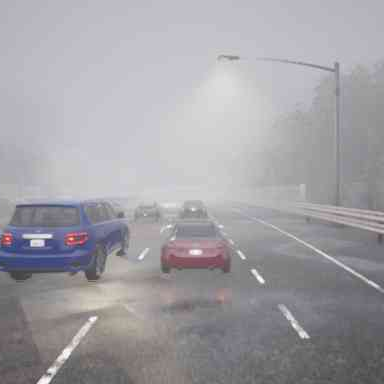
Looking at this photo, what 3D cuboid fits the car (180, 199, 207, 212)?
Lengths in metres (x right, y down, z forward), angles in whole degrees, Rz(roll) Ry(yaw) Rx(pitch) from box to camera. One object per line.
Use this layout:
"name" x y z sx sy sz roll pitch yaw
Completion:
"car" 0.106 1.335 26.479 2.097 1.767 4.553 0 0 0

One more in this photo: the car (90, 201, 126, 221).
"car" -6.893 1.509 27.772 1.812 1.442 4.674 0 0 0

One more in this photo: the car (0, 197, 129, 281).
"car" -3.397 1.212 9.985 2.150 2.045 5.566 0 0 0

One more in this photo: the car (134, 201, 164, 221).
"car" -3.393 1.475 26.709 2.128 1.511 4.902 0 0 0

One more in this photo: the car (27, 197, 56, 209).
"car" -21.056 1.493 46.820 1.837 1.490 4.892 0 -1 0

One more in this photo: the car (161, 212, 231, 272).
"car" 0.103 1.554 10.753 1.994 1.385 4.181 0 0 0

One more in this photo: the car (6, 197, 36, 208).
"car" -24.549 1.512 47.948 1.812 1.442 4.674 0 0 0
